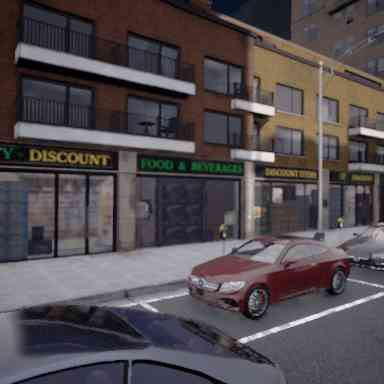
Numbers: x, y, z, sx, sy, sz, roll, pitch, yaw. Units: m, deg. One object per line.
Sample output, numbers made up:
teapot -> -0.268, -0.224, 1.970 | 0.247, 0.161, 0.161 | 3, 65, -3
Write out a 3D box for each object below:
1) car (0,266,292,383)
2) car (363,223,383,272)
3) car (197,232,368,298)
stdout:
car -> -1.240, 1.571, 2.041 | 4.181, 1.385, 1.994 | 1, -1, -35
car -> 6.403, 1.669, 10.563 | 4.403, 1.369, 2.008 | 1, -1, -35
car -> 1.870, 1.649, 7.414 | 4.206, 1.307, 1.802 | 1, -1, -35
